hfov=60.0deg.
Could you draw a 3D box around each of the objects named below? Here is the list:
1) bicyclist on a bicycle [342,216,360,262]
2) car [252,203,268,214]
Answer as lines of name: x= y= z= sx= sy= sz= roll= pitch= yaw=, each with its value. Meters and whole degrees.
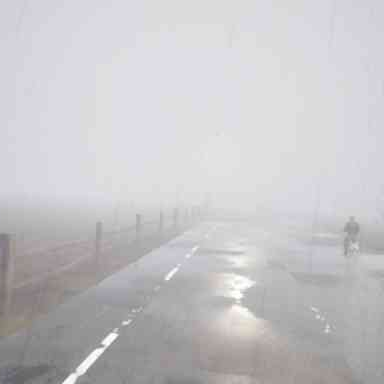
bicyclist on a bicycle: x=6.270 y=1.815 z=13.214 sx=0.659 sy=1.776 sz=1.843 roll=2 pitch=-1 yaw=9
car: x=11.840 y=2.901 z=56.328 sx=2.128 sy=1.511 sz=4.902 roll=3 pitch=-1 yaw=8
